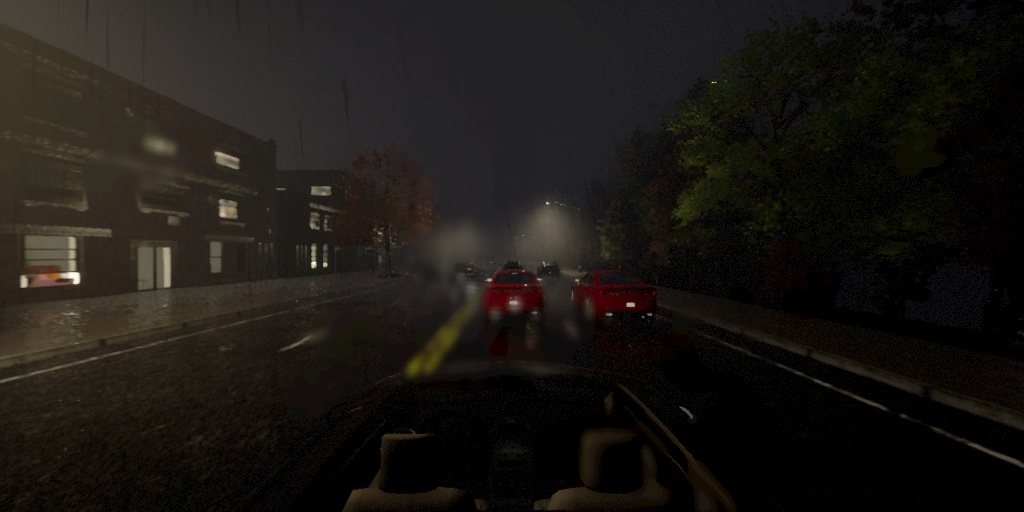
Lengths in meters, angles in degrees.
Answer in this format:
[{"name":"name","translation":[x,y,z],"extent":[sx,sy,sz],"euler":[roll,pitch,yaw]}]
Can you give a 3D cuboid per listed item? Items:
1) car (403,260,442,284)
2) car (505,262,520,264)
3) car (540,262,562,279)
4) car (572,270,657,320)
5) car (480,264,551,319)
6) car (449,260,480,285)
[{"name":"car","translation":[-6.616,1.272,27.421],"extent":[1.812,1.442,4.674],"euler":[0,0,0]},{"name":"car","translation":[0.043,1.250,32.596],"extent":[1.837,1.490,4.892],"euler":[0,0,-1]},{"name":"car","translation":[3.297,1.236,32.255],"extent":[2.128,1.511,4.902],"euler":[0,0,-1]},{"name":"car","translation":[3.350,1.226,12.595],"extent":[1.882,1.535,5.008],"euler":[0,0,0]},{"name":"car","translation":[0.100,1.226,12.801],"extent":[1.882,1.535,5.008],"euler":[0,0,0]},{"name":"car","translation":[-3.364,1.238,26.233],"extent":[2.128,1.511,4.902],"euler":[0,0,0]}]
